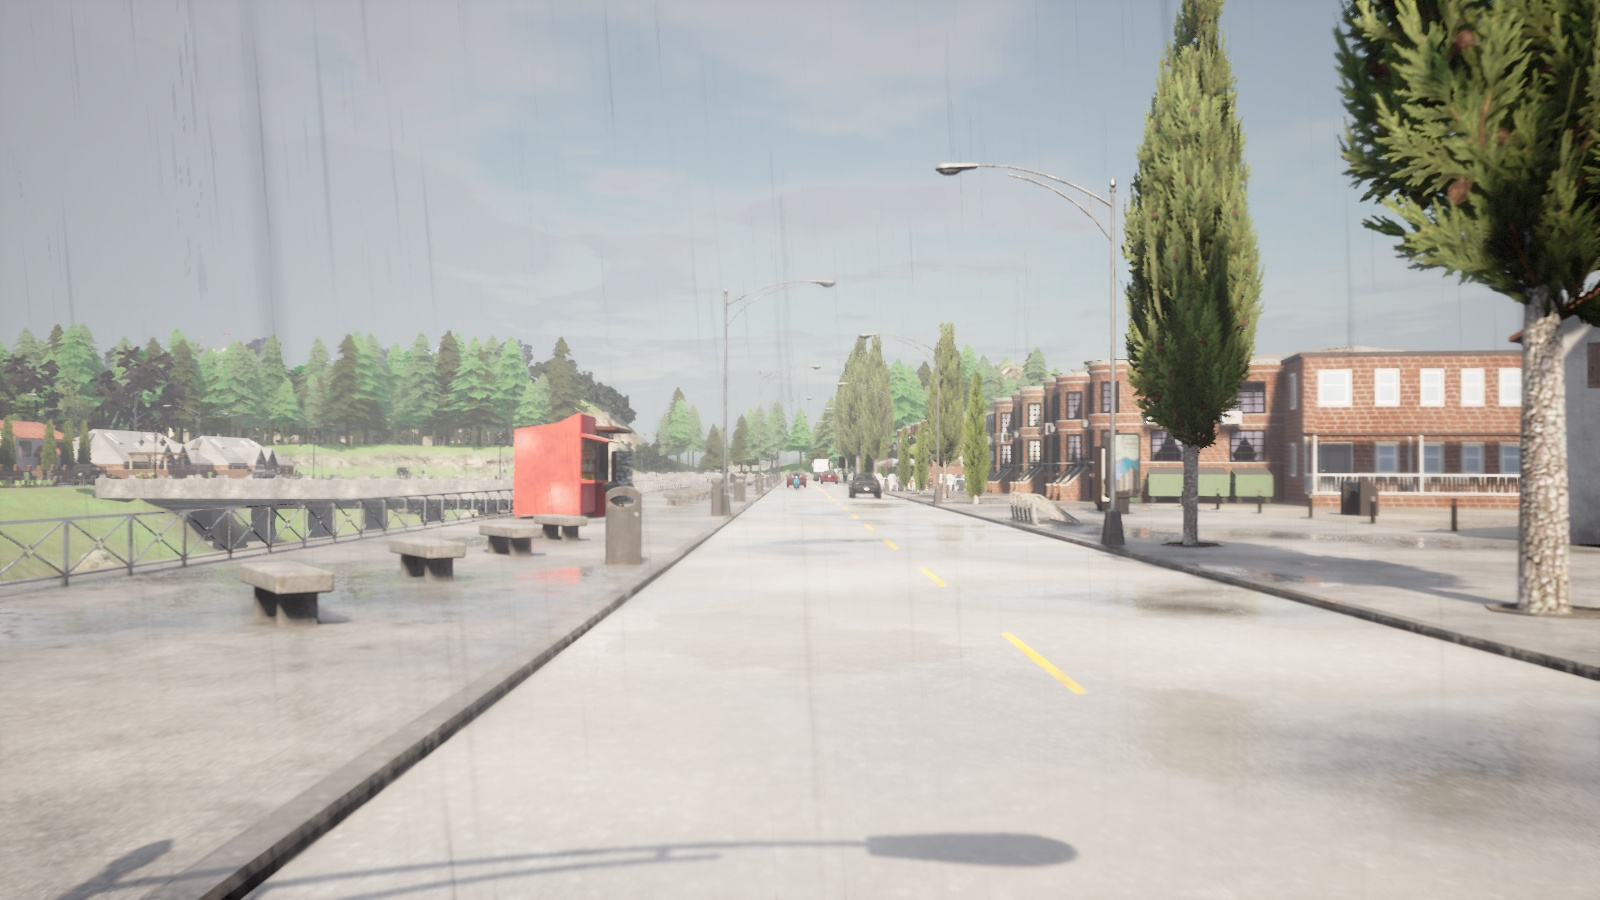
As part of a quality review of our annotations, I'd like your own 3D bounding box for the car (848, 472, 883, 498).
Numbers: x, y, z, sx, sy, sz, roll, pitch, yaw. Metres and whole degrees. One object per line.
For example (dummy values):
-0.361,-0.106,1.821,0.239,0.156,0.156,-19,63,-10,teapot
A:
3.809,2.048,73.745,1.816,1.474,4.193,0,-1,0,car
